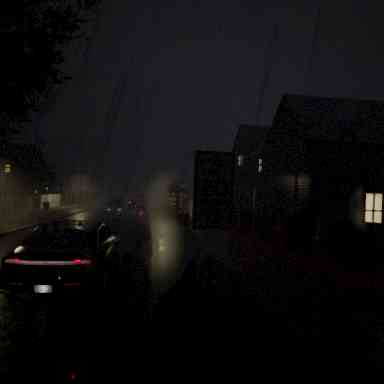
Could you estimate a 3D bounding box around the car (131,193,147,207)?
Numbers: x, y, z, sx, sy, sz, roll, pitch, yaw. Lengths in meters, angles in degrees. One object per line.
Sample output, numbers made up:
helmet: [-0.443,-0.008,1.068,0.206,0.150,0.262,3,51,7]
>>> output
car: [-7.647,1.107,48.608,2.097,1.767,4.553,2,0,-7]

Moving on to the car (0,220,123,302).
car: [-2.825,1.427,8.093,2.128,1.511,4.902,2,0,-7]

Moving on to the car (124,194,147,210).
car: [-6.439,1.314,38.885,1.812,1.442,4.674,2,0,-6]

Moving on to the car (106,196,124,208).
car: [-9.727,1.232,42.724,1.994,1.385,4.181,2,0,-7]
